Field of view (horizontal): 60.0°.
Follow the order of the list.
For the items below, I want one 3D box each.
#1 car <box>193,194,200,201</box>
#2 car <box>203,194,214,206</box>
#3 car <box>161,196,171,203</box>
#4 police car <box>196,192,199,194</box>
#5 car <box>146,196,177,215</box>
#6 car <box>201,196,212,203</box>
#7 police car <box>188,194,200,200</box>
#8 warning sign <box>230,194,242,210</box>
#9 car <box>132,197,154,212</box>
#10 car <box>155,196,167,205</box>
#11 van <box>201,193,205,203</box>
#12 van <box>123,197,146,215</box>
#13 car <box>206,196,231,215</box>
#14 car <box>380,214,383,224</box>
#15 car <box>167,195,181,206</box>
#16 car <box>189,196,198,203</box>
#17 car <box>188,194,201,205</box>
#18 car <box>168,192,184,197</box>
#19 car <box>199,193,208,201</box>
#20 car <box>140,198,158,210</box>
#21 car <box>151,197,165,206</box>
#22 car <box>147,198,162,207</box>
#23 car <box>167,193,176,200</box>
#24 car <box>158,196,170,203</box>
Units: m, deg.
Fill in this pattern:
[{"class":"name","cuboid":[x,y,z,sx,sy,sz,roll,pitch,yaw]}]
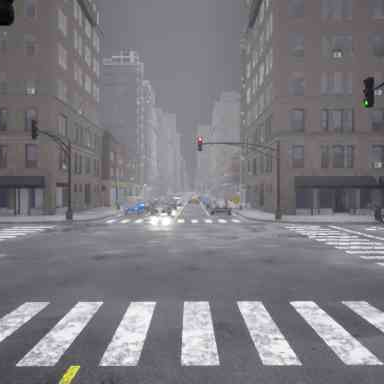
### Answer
[{"class":"car","cuboid":[1.090,1.448,89.522,1.801,1.575,5.366,0,0,0]},{"class":"car","cuboid":[2.817,1.443,44.669,1.967,1.590,4.097,0,0,0]},{"class":"car","cuboid":[-5.612,1.543,73.035,1.887,1.381,4.507,0,0,0]},{"class":"police car","cuboid":[1.065,1.421,79.427,1.930,1.638,5.238,0,0,-1]},{"class":"car","cuboid":[-2.992,1.493,33.498,2.128,1.511,4.902,0,0,0]},{"class":"car","cuboid":[2.895,1.551,67.346,2.008,1.369,4.403,0,0,0]},{"class":"police car","cuboid":[0.596,1.414,95.351,1.930,1.638,5.238,0,0,-16]},{"class":"warning sign","cuboid":[5.200,1.118,39.317,1.300,1.860,1.060,0,0,0]},{"class":"car","cuboid":[-5.728,1.443,39.026,1.967,1.590,4.097,0,0,0]},{"class":"car","cuboid":[-5.651,1.527,61.529,1.752,1.417,4.829,0,0,0]},{"class":"van","cuboid":[2.855,1.344,56.007,1.690,1.788,3.998,0,0,0]},{"class":"van","cuboid":[-5.747,1.343,33.358,1.690,1.788,3.998,0,0,0]},{"class":"car","cuboid":[2.778,1.442,33.331,1.967,1.590,4.097,0,0,0]},{"class":"car","cuboid":[14.356,1.520,20.678,4.892,1.490,1.837,0,0,0]},{"class":"car","cuboid":[-2.952,1.494,43.743,2.128,1.511,4.902,0,0,0]},{"class":"car","cuboid":[0.293,1.601,69.719,1.895,1.301,4.718,0,0,1]},{"class":"car","cuboid":[0.302,1.528,59.473,1.812,1.442,4.674,0,0,1]},{"class":"car","cuboid":[-2.903,1.224,54.473,2.150,2.045,5.566,0,0,0]},{"class":"car","cuboid":[2.952,1.309,84.354,2.192,1.841,5.009,0,0,0]},{"class":"car","cuboid":[-5.708,1.569,44.694,1.947,1.339,4.313,0,0,0]},{"class":"car","cuboid":[-5.670,1.568,56.031,1.947,1.339,4.313,0,0,0]},{"class":"car","cuboid":[-5.689,1.585,50.363,1.802,1.307,4.206,0,0,0]},{"class":"car","cuboid":[-5.554,1.306,90.041,2.192,1.841,5.009,0,0,0]},{"class":"car","cuboid":[-5.631,1.566,67.367,1.947,1.339,4.313,0,0,0]}]
